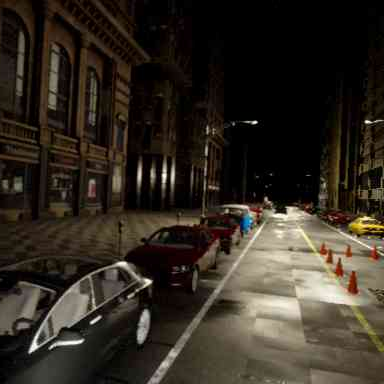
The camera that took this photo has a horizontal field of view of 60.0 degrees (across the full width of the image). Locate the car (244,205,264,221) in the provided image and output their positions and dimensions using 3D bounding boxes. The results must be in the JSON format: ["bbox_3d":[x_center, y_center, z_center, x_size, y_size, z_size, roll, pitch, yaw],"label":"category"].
[{"bbox_3d":[6.824,2.261,36.188,1.752,1.417,4.829,3,-1,15],"label":"car"}]

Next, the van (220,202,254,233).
[{"bbox_3d":[2.556,1.684,20.067,1.690,1.788,3.998,3,-1,15],"label":"van"}]

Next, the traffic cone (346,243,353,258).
[{"bbox_3d":[6.574,2.445,13.954,0.340,0.580,0.340,3,-1,15],"label":"traffic cone"}]

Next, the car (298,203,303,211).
[{"bbox_3d":[26.633,3.538,77.608,2.192,1.841,5.009,3,-1,15],"label":"car"}]

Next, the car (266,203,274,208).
[{"bbox_3d":[21.268,3.654,90.641,1.947,1.339,4.313,3,-1,15],"label":"car"}]

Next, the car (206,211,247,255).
[{"bbox_3d":[1.105,1.755,14.635,1.887,1.381,4.507,3,-1,15],"label":"car"}]

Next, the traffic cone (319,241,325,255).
[{"bbox_3d":[5.609,2.397,14.211,0.340,0.580,0.340,3,-1,15],"label":"traffic cone"}]

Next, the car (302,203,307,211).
[{"bbox_3d":[23.746,3.392,66.748,1.967,1.590,4.097,3,-1,15],"label":"car"}]

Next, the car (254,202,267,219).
[{"bbox_3d":[5.438,1.923,30.925,2.192,1.841,5.009,3,-1,15],"label":"car"}]

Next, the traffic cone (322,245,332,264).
[{"bbox_3d":[5.097,2.350,12.278,0.340,0.580,0.340,3,-1,15],"label":"traffic cone"}]

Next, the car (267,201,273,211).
[{"bbox_3d":[15.506,3.128,68.925,1.802,1.307,4.206,3,-1,15],"label":"car"}]

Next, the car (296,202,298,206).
[{"bbox_3d":[29.501,4.045,88.465,2.008,1.369,4.403,3,-1,15],"label":"car"}]

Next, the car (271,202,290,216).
[{"bbox_3d":[13.696,2.734,51.321,1.882,1.535,5.008,3,-1,15],"label":"car"}]

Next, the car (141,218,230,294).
[{"bbox_3d":[-0.336,1.624,9.207,1.887,1.381,4.507,3,-1,15],"label":"car"}]

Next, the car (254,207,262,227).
[{"bbox_3d":[3.985,2.026,25.493,2.008,1.369,4.403,3,-1,15],"label":"car"}]

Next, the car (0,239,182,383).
[{"bbox_3d":[-1.775,1.498,3.783,2.008,1.369,4.403,3,-1,15],"label":"car"}]

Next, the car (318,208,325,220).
[{"bbox_3d":[16.536,2.860,39.600,1.802,1.307,4.206,3,-1,15],"label":"car"}]

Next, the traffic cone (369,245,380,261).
[{"bbox_3d":[7.540,2.492,13.697,0.340,0.580,0.340,3,-1,15],"label":"traffic cone"}]

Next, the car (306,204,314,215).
[{"bbox_3d":[20.858,3.247,55.888,1.947,1.339,4.313,3,-1,15],"label":"car"}]

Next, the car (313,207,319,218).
[{"bbox_3d":[18.023,2.941,45.194,1.752,1.417,4.829,3,-1,15],"label":"car"}]

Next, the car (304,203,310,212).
[{"bbox_3d":[22.300,3.362,61.318,1.887,1.381,4.507,3,-1,15],"label":"car"}]

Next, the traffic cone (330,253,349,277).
[{"bbox_3d":[4.584,2.303,10.346,0.340,0.580,0.340,3,-1,15],"label":"traffic cone"}]

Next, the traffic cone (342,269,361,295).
[{"bbox_3d":[4.071,2.256,8.413,0.340,0.580,0.340,3,-1,15],"label":"traffic cone"}]

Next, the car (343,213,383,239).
[{"bbox_3d":[12.262,2.410,23.477,1.752,1.417,4.829,3,-1,15],"label":"car"}]

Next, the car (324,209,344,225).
[{"bbox_3d":[15.096,2.727,34.171,1.802,1.307,4.206,3,-1,15],"label":"car"}]
